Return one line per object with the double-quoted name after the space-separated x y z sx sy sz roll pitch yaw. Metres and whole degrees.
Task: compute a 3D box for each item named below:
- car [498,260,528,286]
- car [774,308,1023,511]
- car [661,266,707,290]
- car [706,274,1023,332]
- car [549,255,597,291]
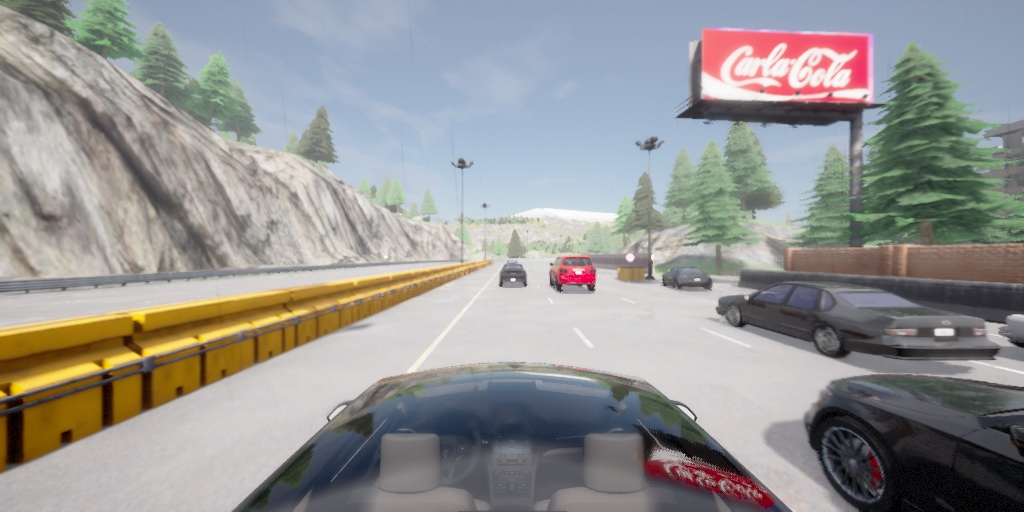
0.076 1.272 25.795 1.837 1.490 4.892 0 0 0 "car"
3.601 1.275 1.315 1.812 1.442 4.674 0 0 0 "car"
10.868 1.328 22.527 1.994 1.385 4.181 0 0 7 "car"
7.099 1.302 8.402 2.033 1.411 5.357 0 0 0 "car"
3.582 0.986 21.933 2.150 2.045 5.566 0 0 0 "car"
